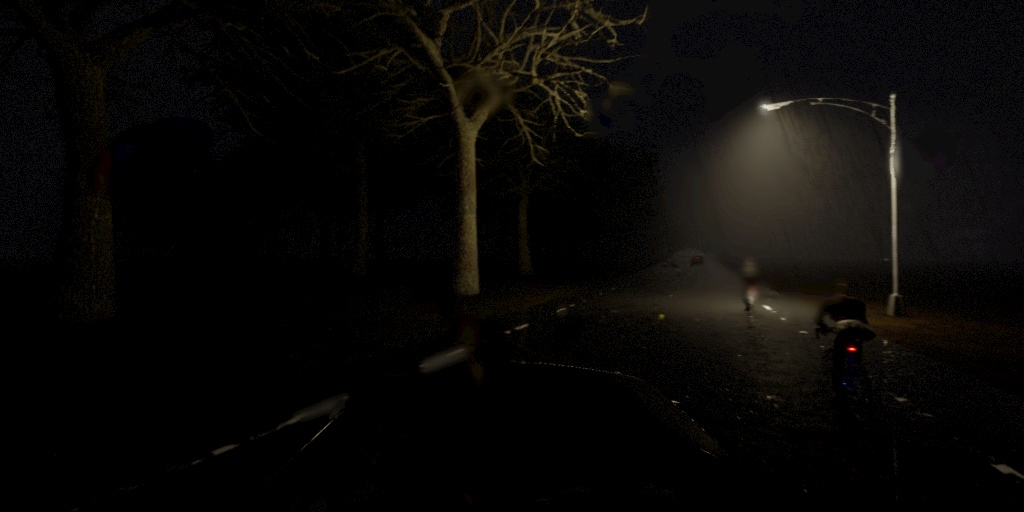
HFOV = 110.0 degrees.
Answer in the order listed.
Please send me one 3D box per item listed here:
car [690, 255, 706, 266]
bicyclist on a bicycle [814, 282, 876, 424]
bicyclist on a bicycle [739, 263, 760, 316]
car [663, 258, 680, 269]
[{"bbox_3d":[29.678,0.700,57.161,2.097,1.767,4.553,-1,1,27],"label":"car"},{"bbox_3d":[4.377,1.187,4.739,0.582,1.620,1.656,-1,-1,27],"label":"bicyclist on a bicycle"},{"bbox_3d":[8.243,1.112,12.448,0.659,1.776,1.843,-1,0,27],"label":"bicyclist on a bicycle"},{"bbox_3d":[23.172,1.047,52.246,1.812,1.442,4.674,-1,1,27],"label":"car"}]
